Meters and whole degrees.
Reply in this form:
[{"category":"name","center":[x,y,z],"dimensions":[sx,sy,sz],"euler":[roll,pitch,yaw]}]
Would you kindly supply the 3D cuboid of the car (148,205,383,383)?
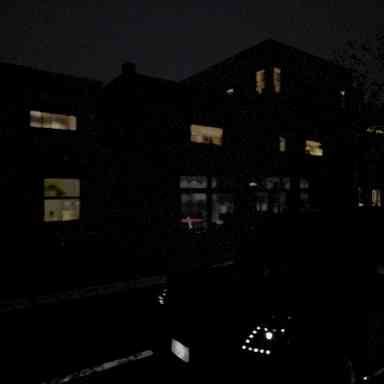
[{"category":"car","center":[2.132,1.248,4.902],"dimensions":[5.566,2.045,2.150],"euler":[1,-1,-36]}]
